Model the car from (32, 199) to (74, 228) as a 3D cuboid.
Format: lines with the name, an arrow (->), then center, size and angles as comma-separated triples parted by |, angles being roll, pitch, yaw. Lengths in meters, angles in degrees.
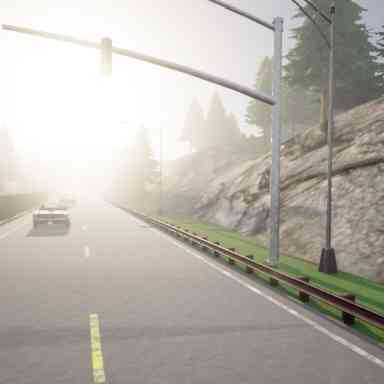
car -> -8.214, 1.316, 19.748 | 1.895, 1.301, 4.718 | 1, 0, -18

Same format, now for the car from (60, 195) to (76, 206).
car -> -15.874, 1.011, 42.668 | 1.895, 1.301, 4.718 | 1, 0, -18
